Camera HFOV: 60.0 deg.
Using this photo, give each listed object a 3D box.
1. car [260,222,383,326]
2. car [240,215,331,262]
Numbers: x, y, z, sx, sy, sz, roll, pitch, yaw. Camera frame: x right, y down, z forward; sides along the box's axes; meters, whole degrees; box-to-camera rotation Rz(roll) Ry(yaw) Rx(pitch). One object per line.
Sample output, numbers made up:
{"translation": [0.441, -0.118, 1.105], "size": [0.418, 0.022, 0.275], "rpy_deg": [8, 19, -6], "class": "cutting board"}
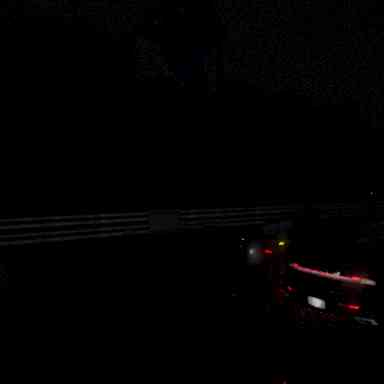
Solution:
{"translation": [3.875, 1.440, 6.423], "size": [4.902, 1.511, 2.128], "rpy_deg": [-1, 0, -35], "class": "car"}
{"translation": [3.564, 1.457, 10.468], "size": [4.674, 1.442, 1.812], "rpy_deg": [-1, 0, -35], "class": "car"}
